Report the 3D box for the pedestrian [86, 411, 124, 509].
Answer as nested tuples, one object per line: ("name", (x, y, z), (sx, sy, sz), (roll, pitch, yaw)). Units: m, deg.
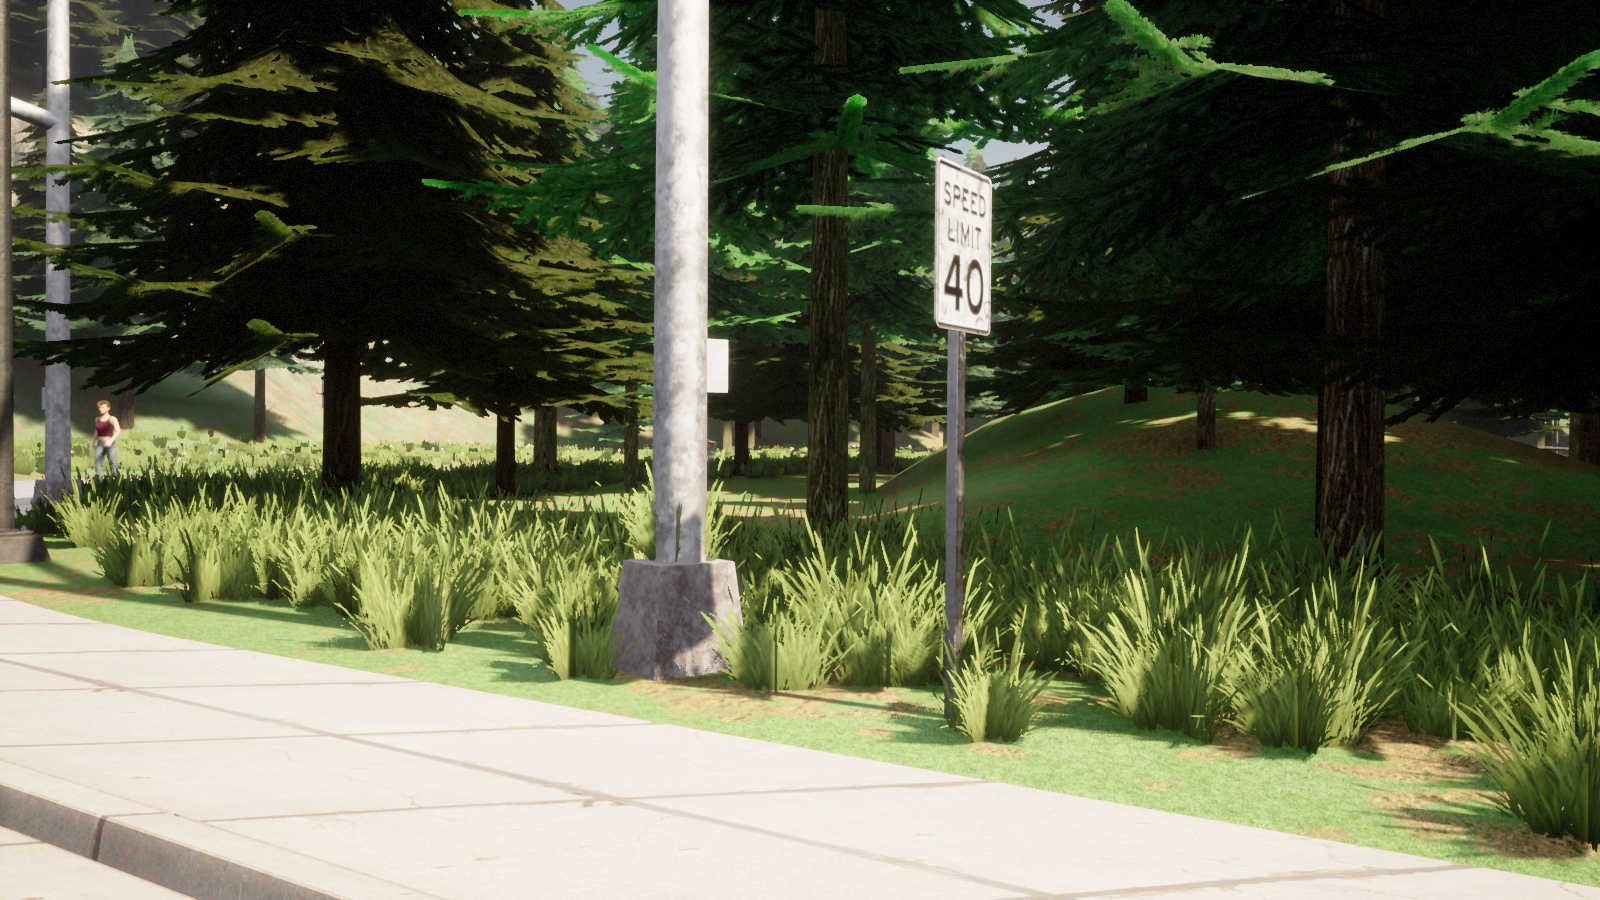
("pedestrian", (-13.168, 0.188, 23.796), (0.345, 1.836, 0.594), (-1, 1, 0))
